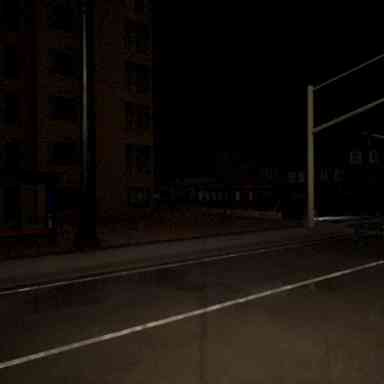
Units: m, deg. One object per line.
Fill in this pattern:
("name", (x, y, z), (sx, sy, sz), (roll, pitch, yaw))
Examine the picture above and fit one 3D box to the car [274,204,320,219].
("car", (9.656, 1.796, 30.989), (1.994, 1.385, 4.181), (-1, -4, -36))
